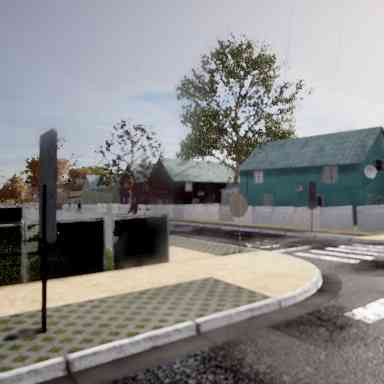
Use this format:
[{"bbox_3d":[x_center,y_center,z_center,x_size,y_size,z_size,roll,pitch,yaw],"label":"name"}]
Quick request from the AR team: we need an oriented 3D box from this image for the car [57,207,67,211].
[{"bbox_3d":[-19.075,2.759,46.771,1.895,1.301,4.718,1,-2,-35],"label":"car"}]
